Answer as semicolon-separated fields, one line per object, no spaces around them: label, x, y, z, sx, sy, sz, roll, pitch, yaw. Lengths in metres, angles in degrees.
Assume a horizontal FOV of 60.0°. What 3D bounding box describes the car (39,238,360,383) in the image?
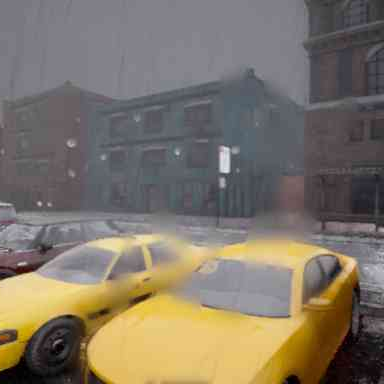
car;0.924;1.489;4.492;2.097;1.535;5.008;0;0;35

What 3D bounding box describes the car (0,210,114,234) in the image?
car;-3.493;1.401;7.671;2.185;1.767;4.553;0;0;35

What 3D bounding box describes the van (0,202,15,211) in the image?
van;-8.215;1.339;10.855;1.878;1.987;4.442;0;0;35

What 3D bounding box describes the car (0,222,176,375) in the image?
car;-1.453;1.505;5.952;1.946;1.575;5.366;0;0;35
